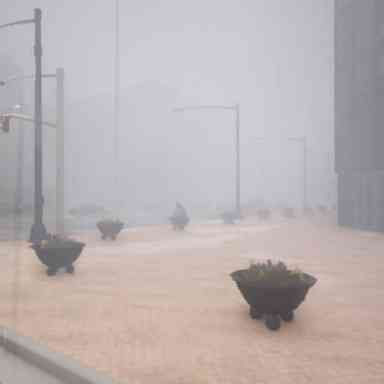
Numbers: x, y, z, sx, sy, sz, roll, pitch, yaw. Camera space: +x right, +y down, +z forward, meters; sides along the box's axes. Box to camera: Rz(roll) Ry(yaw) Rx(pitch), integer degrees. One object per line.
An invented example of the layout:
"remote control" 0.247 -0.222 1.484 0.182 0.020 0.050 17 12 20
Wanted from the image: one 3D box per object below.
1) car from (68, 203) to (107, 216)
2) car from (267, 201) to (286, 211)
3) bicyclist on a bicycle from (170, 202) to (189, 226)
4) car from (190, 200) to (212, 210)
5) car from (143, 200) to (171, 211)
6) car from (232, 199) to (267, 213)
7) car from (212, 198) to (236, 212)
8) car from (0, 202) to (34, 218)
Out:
"car" -11.441 1.892 36.547 1.994 1.385 4.181 0 -1 35
"car" 13.973 2.213 54.284 2.128 1.511 4.902 0 -1 35
"bicyclist on a bicycle" -0.878 1.510 22.921 1.656 1.620 0.582 -1 -1 35
"car" 1.655 2.138 55.042 1.882 1.535 5.008 0 -1 35
"car" -5.356 2.044 51.250 1.882 1.535 5.008 0 -1 35
"car" 8.009 2.060 45.716 2.128 1.511 4.902 0 -1 36
"car" 5.369 2.063 48.047 1.882 1.535 5.008 0 -1 35
"car" -18.143 1.758 33.101 1.837 1.490 4.892 0 -1 35
